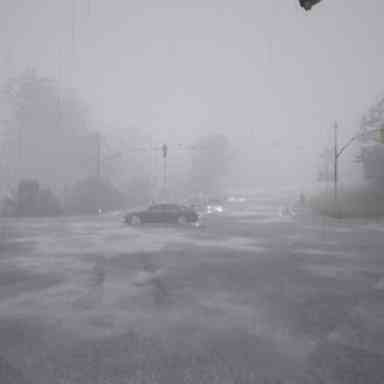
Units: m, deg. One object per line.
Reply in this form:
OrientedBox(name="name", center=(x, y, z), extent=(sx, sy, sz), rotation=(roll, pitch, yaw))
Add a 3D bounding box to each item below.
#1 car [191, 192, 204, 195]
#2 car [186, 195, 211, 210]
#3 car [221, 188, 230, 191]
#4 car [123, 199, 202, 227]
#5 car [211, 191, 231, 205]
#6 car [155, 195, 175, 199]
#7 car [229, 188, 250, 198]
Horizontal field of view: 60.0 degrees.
OrientedBox(name="car", center=(0.627, 0.860, 48.308), extent=(1.837, 1.490, 4.892), rotation=(0, 3, 20))
OrientedBox(name="car", center=(0.345, 1.353, 35.383), extent=(1.895, 1.301, 4.718), rotation=(0, 1, 14))
OrientedBox(name="car", center=(6.674, -0.025, 62.438), extent=(1.882, 1.535, 5.008), rotation=(0, 3, 26))
OrientedBox(name="car", center=(-1.961, 1.398, 21.347), extent=(4.892, 1.490, 1.837), rotation=(0, 0, 2))
OrientedBox(name="car", center=(3.645, 1.001, 46.398), extent=(1.895, 1.301, 4.718), rotation=(0, 2, 20))
OrientedBox(name="car", center=(-3.081, 1.101, 35.979), extent=(2.097, 1.767, 4.553), rotation=(0, 1, 15))
OrientedBox(name="car", center=(8.710, 0.149, 58.634), extent=(1.882, 1.535, 5.008), rotation=(0, 4, 26))
